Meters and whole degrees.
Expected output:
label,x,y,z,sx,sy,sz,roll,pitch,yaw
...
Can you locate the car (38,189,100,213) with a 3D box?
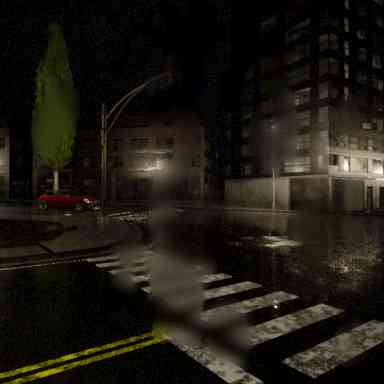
label,x,y,z,sx,sy,sz,roll,pitch,yaw
car,-9.554,0.617,26.029,4.553,1.767,2.097,1,0,11
